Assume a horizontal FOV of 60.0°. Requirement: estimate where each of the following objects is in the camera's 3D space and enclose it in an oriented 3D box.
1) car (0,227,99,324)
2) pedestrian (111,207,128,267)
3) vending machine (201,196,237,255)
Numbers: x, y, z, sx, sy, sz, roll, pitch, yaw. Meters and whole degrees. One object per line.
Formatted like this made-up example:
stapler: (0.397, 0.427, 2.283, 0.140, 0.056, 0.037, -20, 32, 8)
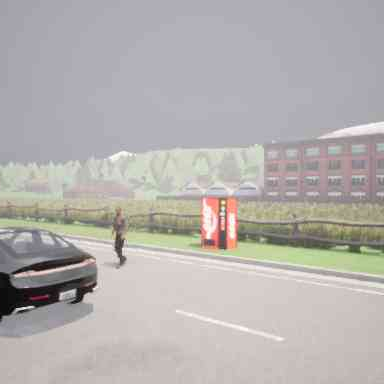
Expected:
car: (-4.018, 1.488, 6.956, 4.902, 1.511, 2.128, 0, 0, 36)
pedestrian: (-2.169, 1.290, 9.935, 0.375, 1.860, 0.375, 0, 0, 36)
vending machine: (1.025, 1.192, 12.520, 0.880, 2.100, 1.100, 0, 0, 36)
